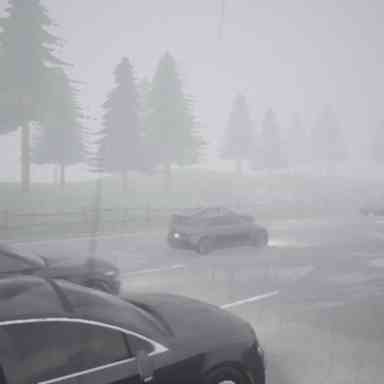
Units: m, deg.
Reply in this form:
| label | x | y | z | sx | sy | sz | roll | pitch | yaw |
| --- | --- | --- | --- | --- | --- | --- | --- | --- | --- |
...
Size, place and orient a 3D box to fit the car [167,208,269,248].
| label | x | y | z | sx | sy | sz | roll | pitch | yaw |
| --- | --- | --- | --- | --- | --- | --- | --- | --- | --- |
| car | 1.095 | 1.537 | 13.156 | 4.181 | 1.385 | 1.994 | 0 | 0 | -35 |

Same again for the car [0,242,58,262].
| label | x | y | z | sx | sy | sz | roll | pitch | yaw |
| --- | --- | --- | --- | --- | --- | --- | --- | --- | --- |
| car | -3.518 | 1.534 | 5.587 | 4.674 | 1.442 | 1.812 | 0 | 0 | -35 |

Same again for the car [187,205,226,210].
| label | x | y | z | sx | sy | sz | roll | pitch | yaw |
| --- | --- | --- | --- | --- | --- | --- | --- | --- | --- |
| car | 1.201 | 1.443 | 17.526 | 5.008 | 1.535 | 1.882 | 0 | 0 | -36 |

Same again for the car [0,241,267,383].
| label | x | y | z | sx | sy | sz | roll | pitch | yaw |
| --- | --- | --- | --- | --- | --- | --- | --- | --- | --- |
| car | -1.479 | 1.508 | 2.711 | 4.892 | 1.490 | 1.837 | 0 | 0 | -35 |

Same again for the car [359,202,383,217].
| label | x | y | z | sx | sy | sz | roll | pitch | yaw |
| --- | --- | --- | --- | --- | --- | --- | --- | --- | --- |
| car | 16.353 | 1.476 | 28.373 | 4.718 | 1.301 | 1.895 | 0 | 0 | -36 |
